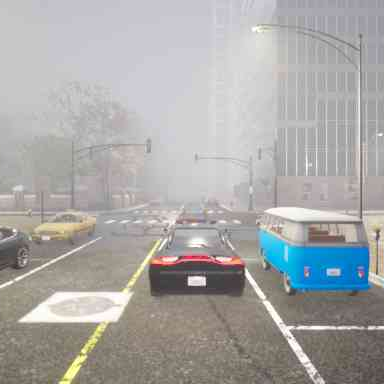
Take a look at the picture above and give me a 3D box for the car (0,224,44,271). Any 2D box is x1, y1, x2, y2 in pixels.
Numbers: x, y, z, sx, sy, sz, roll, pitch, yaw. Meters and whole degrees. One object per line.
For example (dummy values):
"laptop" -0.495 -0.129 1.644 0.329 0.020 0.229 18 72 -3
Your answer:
"car" -5.759 1.562 8.394 1.947 1.339 4.313 0 0 0

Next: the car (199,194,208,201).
"car" 2.808 1.388 80.594 1.967 1.590 4.097 0 0 0

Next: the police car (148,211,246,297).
"police car" 0.108 1.499 8.655 2.038 1.542 4.974 0 0 0

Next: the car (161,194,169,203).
"car" -5.607 1.521 57.881 2.008 1.369 4.403 0 0 0

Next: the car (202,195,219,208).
"car" 2.759 1.416 46.508 1.967 1.590 4.097 0 0 0

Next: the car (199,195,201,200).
"car" 2.799 1.522 74.913 1.947 1.339 4.313 0 0 0

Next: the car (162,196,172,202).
"car" -5.582 1.538 74.929 1.802 1.307 4.206 0 0 0

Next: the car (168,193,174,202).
"car" -5.589 1.277 69.247 2.192 1.841 5.009 0 0 0

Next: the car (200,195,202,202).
"car" 2.766 1.539 52.189 1.947 1.339 4.313 0 0 0

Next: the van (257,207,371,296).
"van" 2.785 1.338 8.383 1.690 1.788 3.998 0 0 0

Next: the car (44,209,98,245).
"car" -5.796 1.518 15.628 1.752 1.417 4.829 0 0 0

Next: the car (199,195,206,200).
"car" 2.825 1.453 92.130 1.752 1.417 4.829 0 0 0

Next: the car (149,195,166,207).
"car" -5.615 1.518 52.198 1.887 1.381 4.507 0 0 0

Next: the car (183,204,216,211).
"car" 0.124 1.555 17.965 1.994 1.385 4.181 0 0 0
